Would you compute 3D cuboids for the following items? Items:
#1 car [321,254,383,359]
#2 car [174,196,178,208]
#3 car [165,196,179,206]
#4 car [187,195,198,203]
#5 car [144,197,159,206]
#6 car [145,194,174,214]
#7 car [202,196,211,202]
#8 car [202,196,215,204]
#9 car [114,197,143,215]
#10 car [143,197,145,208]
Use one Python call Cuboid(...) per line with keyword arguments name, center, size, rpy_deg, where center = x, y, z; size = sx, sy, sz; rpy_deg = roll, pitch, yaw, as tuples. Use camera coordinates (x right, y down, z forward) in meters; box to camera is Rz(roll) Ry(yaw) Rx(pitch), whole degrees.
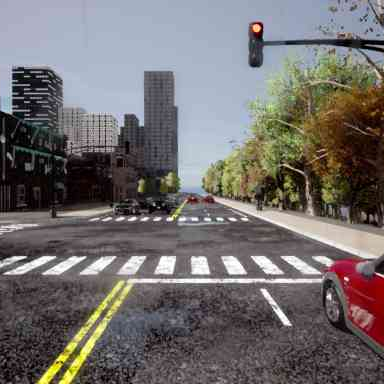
Cuboid(name="car", center=(3.349, 1.351, 4.119), size=(2.097, 1.767, 4.553), rpy_deg=(0, 0, 0))
Cuboid(name="car", center=(-3.340, 1.489, 46.041), size=(1.837, 1.490, 4.892), rpy_deg=(0, 0, 0))
Cuboid(name="car", center=(-3.327, 1.472, 56.231), size=(2.128, 1.511, 4.902), rpy_deg=(0, 0, 0))
Cuboid(name="car", center=(0.111, 1.327, 65.959), size=(2.097, 1.767, 4.553), rpy_deg=(0, 0, 0))
Cuboid(name="car", center=(-6.577, 1.544, 54.883), size=(1.994, 1.385, 4.181), rpy_deg=(0, 0, 0))
Cuboid(name="car", center=(-3.357, 1.210, 35.746), size=(2.150, 2.045, 5.566), rpy_deg=(0, 0, -1))
Cuboid(name="car", center=(3.266, 1.523, 75.435), size=(1.994, 1.385, 4.181), rpy_deg=(0, 0, 0))
Cuboid(name="car", center=(3.362, 1.453, 65.291), size=(1.882, 1.535, 5.008), rpy_deg=(0, 0, 0))
Cuboid(name="car", center=(-6.597, 1.495, 34.151), size=(1.837, 1.490, 4.892), rpy_deg=(0, 0, 0))
Cuboid(name="car", center=(-6.589, 1.463, 43.832), size=(1.882, 1.535, 5.008), rpy_deg=(0, 0, 0))
